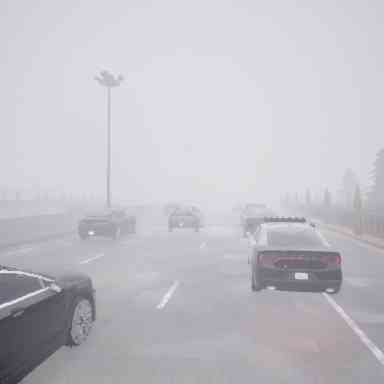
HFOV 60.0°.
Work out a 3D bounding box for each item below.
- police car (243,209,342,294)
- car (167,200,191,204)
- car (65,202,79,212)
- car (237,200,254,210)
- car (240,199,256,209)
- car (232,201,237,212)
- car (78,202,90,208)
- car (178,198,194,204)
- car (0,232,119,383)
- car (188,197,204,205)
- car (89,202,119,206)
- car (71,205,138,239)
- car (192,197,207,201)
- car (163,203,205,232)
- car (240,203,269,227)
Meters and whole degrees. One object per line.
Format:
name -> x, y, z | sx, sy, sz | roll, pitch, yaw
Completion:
police car -> 2.537, 1.501, 9.211 | 1.930, 1.638, 5.238 | 0, -1, 8
car -> -1.808, 1.813, 36.225 | 2.128, 1.511, 4.902 | 0, -1, 8
car -> -14.916, 1.981, 44.366 | 1.895, 1.301, 4.718 | 0, -1, 9
car -> 4.676, 1.577, 24.927 | 2.097, 1.767, 4.553 | 0, -1, 8
car -> 9.755, 2.034, 57.506 | 1.812, 1.442, 4.674 | 0, -1, 21
car -> 6.573, 1.958, 45.335 | 2.033, 1.411, 5.357 | 0, 0, 13
car -> -11.836, 1.956, 41.398 | 1.895, 1.301, 4.718 | 0, -1, 9
car -> -1.488, 2.170, 82.906 | 1.895, 1.301, 4.718 | 0, -1, 30
car -> -2.718, 1.507, 3.596 | 2.128, 1.511, 4.902 | 0, -1, 8
car -> 0.960, 2.083, 80.133 | 2.097, 1.767, 4.553 | 0, -1, 27
car -> -9.026, 1.914, 36.430 | 1.895, 1.301, 4.718 | 0, -1, 8
car -> -4.318, 1.651, 17.791 | 1.837, 1.490, 4.892 | 0, -1, 8
car -> 2.359, 2.285, 75.374 | 1.895, 1.301, 4.718 | 0, -1, 27
car -> -0.276, 1.679, 21.535 | 2.128, 1.511, 4.902 | 0, -1, 8
car -> 3.871, 1.647, 19.010 | 1.882, 1.535, 5.008 | 0, -1, 8
